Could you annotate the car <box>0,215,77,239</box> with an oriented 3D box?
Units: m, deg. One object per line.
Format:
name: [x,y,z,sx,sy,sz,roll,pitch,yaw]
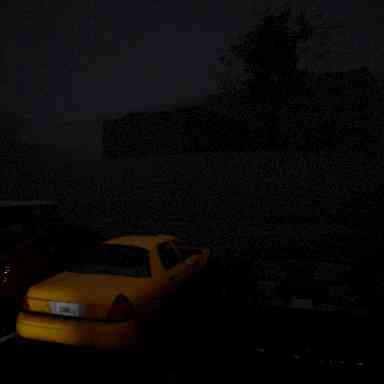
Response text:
car: [-3.358,1.509,8.225,2.163,1.488,4.792,0,-1,16]

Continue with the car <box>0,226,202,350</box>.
car: [-0.887,1.482,6.644,1.946,1.575,5.366,0,-1,15]

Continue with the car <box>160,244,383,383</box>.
car: [1.489,1.489,4.727,2.231,1.521,4.892,0,-1,15]

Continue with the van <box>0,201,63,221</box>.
van: [-5.817,1.248,9.817,1.878,1.987,4.442,1,-1,16]
